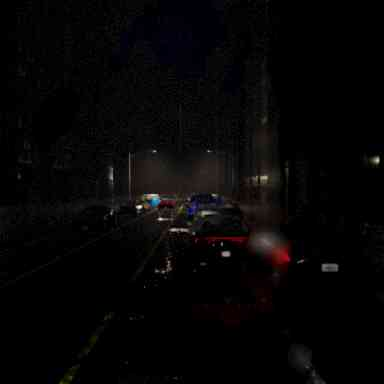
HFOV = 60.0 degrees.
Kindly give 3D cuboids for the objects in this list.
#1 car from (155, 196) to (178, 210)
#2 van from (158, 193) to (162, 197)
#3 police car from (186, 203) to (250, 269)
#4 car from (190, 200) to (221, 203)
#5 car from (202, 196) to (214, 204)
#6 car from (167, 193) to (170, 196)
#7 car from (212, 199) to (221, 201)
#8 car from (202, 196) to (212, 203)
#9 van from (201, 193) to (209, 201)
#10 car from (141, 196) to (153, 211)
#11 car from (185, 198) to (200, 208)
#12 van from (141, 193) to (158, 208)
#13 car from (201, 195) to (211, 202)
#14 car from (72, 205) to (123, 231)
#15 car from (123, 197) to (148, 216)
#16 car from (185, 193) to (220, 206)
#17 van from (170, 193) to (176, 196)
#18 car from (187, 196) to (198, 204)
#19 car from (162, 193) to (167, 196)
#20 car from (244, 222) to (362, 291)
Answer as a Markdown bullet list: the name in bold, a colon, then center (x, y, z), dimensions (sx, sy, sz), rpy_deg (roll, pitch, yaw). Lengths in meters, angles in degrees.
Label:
- **car**: center (-3.023, 1.510, 40.420), dimensions (1.895, 1.301, 4.718), rpy_deg (0, 0, 0)
- **van**: center (-5.701, 1.232, 48.237), dimensions (1.690, 1.788, 3.998), rpy_deg (0, 0, 0)
- **police car**: center (0.858, 1.400, 11.234), dimensions (1.930, 1.638, 5.238), rpy_deg (0, 0, -1)
- **car**: center (0.928, 1.479, 21.133), dimensions (1.812, 1.442, 4.674), rpy_deg (0, 0, 0)
- **car**: center (2.841, 1.450, 59.512), dimensions (1.802, 1.307, 4.206), rpy_deg (0, 0, 0)
- **car**: center (-5.685, 1.181, 59.519), dimensions (2.192, 1.841, 5.009), rpy_deg (0, 0, 0)
- **car**: center (2.794, 1.488, 25.668), dimensions (1.887, 1.381, 4.507), rpy_deg (0, 0, 0)
- **car**: center (2.849, 1.437, 65.153), dimensions (1.802, 1.307, 4.206), rpy_deg (0, 0, 0)
- **van**: center (2.863, 1.170, 76.433), dimensions (1.690, 1.788, 3.998), rpy_deg (0, 0, 0)
- **car**: center (-5.716, 1.442, 36.786), dimensions (1.752, 1.417, 4.829), rpy_deg (0, 0, 0)
- **car**: center (0.076, 1.499, 45.917), dimensions (1.895, 1.301, 4.718), rpy_deg (0, 0, 0)
- **van**: center (-5.709, 1.245, 42.596), dimensions (1.690, 1.788, 3.998), rpy_deg (0, 0, 0)
- **car**: center (2.856, 1.408, 70.793), dimensions (1.947, 1.339, 4.313), rpy_deg (0, 0, 0)
- **car**: center (-5.739, 1.520, 20.034), dimensions (1.947, 1.339, 4.313), rpy_deg (0, 0, 0)
- **car**: center (-5.723, 1.480, 31.315), dimensions (2.008, 1.369, 4.403), rpy_deg (0, 0, 0)
- **car**: center (0.738, 1.161, 27.141), dimensions (2.150, 2.045, 5.566), rpy_deg (0, 0, -1)
- **van**: center (-5.654, 1.155, 82.083), dimensions (1.690, 1.788, 3.998), rpy_deg (0, 0, 0)
- **car**: center (0.082, 1.468, 59.641), dimensions (1.895, 1.301, 4.718), rpy_deg (0, 0, 0)
- **car**: center (-5.693, 1.319, 53.878), dimensions (1.967, 1.590, 4.097), rpy_deg (0, 0, 0)
- **car**: center (2.771, 1.547, 8.746), dimensions (1.947, 1.339, 4.313), rpy_deg (0, 0, 0)
